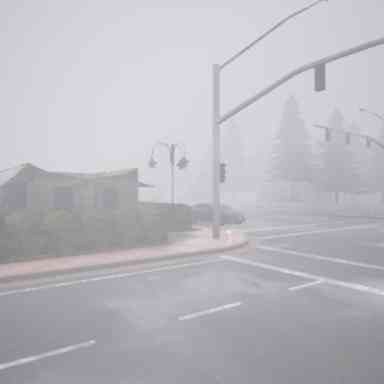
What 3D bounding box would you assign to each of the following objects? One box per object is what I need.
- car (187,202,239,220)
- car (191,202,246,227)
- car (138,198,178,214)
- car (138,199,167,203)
[{"bbox_3d":[1.722,1.576,28.816,1.895,1.301,4.718,0,0,-37],"label":"car"},{"bbox_3d":[1.612,1.485,23.134,1.837,1.490,4.892,0,0,-37],"label":"car"},{"bbox_3d":[-3.743,1.467,36.085,2.128,1.511,4.902,0,0,-37],"label":"car"},{"bbox_3d":[-4.044,1.485,30.660,1.837,1.490,4.892,0,0,-37],"label":"car"}]
